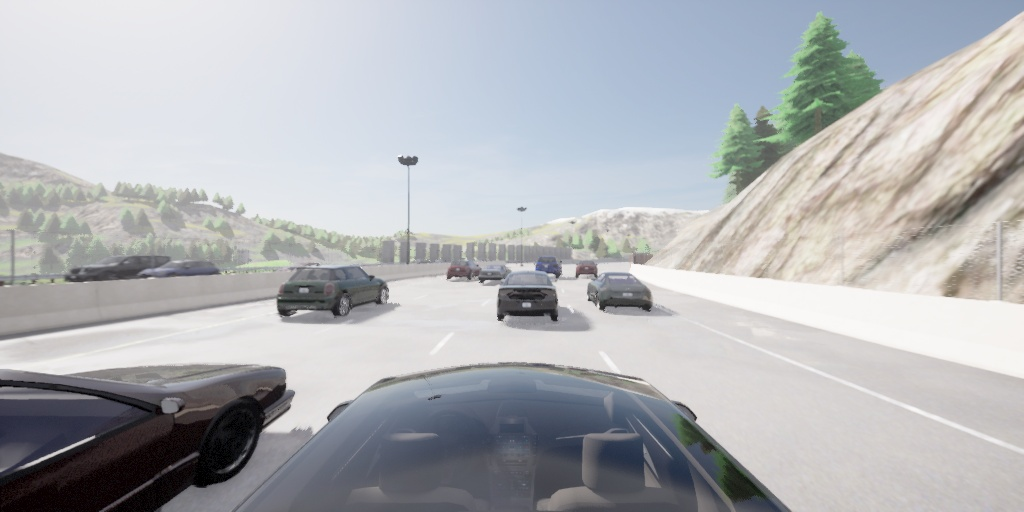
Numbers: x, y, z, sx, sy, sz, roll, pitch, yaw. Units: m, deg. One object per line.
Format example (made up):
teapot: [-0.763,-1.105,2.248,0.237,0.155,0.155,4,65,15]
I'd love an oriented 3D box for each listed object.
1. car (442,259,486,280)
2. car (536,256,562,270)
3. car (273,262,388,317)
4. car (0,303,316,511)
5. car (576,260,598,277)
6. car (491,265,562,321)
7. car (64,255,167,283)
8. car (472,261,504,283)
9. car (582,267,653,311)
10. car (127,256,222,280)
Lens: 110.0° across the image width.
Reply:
car: [-4.089,1.137,31.533,2.097,1.767,4.553,0,0,10]
car: [3.554,1.031,34.419,2.150,2.045,5.566,0,0,11]
car: [-6.365,1.103,13.343,2.097,1.767,4.553,0,0,4]
car: [-3.390,1.288,1.569,2.033,1.411,5.357,0,0,0]
car: [7.519,1.175,36.082,2.097,1.767,4.553,0,0,12]
car: [0.586,1.246,12.678,1.882,1.535,5.008,0,0,4]
car: [-26.562,0.938,24.720,2.150,2.045,5.566,0,0,7]
car: [-1.212,1.335,27.876,2.033,1.411,5.357,0,0,9]
car: [4.258,1.345,14.739,1.994,1.385,4.181,0,0,4]
car: [-22.982,1.078,24.945,2.097,1.767,4.553,0,0,7]
